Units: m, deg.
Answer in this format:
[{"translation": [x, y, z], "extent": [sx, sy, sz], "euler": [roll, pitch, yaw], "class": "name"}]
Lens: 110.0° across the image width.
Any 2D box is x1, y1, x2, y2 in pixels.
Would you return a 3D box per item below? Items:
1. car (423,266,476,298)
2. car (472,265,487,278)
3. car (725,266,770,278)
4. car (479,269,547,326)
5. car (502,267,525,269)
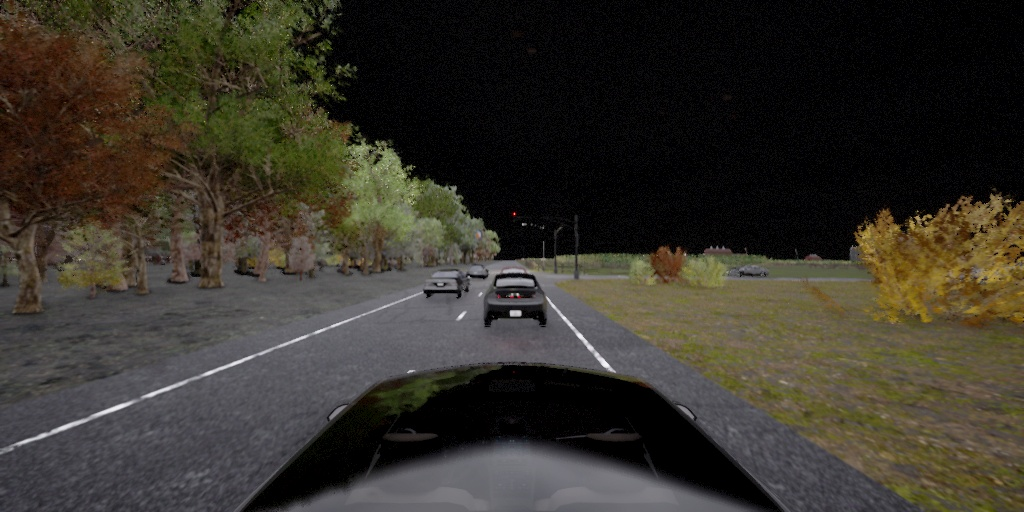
[{"translation": [-3.414, 1.433, 19.563], "extent": [2.033, 1.411, 5.357], "euler": [0, 0, 0], "class": "car"}, {"translation": [-3.427, 1.573, 35.849], "extent": [1.994, 1.385, 4.181], "euler": [0, 0, 0], "class": "car"}, {"translation": [28.862, 1.925, 44.060], "extent": [4.902, 1.511, 2.128], "euler": [1, -1, 0], "class": "car"}, {"translation": [0.092, 1.331, 12.000], "extent": [1.837, 1.490, 4.892], "euler": [0, -1, 0], "class": "car"}, {"translation": [0.088, 1.377, 21.365], "extent": [1.882, 1.535, 5.008], "euler": [0, 0, 0], "class": "car"}]
